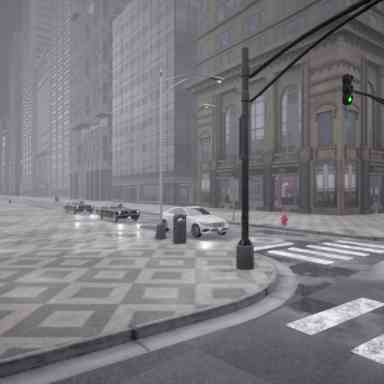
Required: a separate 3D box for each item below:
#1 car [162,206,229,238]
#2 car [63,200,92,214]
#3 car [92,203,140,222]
[{"bbox_3d":[-0.052,1.474,17.749,1.812,1.442,4.674,0,0,-37],"label":"car"},{"bbox_3d":[-11.691,1.497,34.156,1.895,1.301,4.718,0,0,-35],"label":"car"},{"bbox_3d":[-5.807,1.522,25.867,1.895,1.301,4.718,0,0,-35],"label":"car"}]
